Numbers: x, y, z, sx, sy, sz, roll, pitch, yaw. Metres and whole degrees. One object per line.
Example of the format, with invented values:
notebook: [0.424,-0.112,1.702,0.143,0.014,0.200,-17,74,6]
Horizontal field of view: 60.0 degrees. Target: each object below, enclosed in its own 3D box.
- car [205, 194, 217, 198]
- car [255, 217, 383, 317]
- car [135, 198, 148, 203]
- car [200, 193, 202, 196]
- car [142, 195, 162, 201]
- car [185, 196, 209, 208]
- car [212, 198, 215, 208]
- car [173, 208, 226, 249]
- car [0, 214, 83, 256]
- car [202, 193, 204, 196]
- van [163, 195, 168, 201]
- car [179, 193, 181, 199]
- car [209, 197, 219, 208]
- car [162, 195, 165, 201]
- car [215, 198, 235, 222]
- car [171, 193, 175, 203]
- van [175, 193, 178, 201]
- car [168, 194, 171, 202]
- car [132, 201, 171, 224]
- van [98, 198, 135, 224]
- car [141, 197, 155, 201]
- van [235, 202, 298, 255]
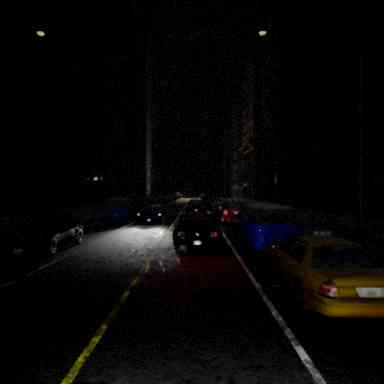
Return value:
car: [3.194,1.424,46.770,1.967,1.590,4.097,0,0,1]
car: [2.819,1.527,7.488,1.752,1.417,4.829,0,0,1]
car: [-5.492,1.539,29.933,1.947,1.339,4.313,0,0,1]
car: [3.516,1.411,80.586,1.967,1.590,4.097,0,0,1]
car: [-5.385,1.284,41.205,2.192,1.841,5.009,0,0,1]
car: [0.389,1.462,31.642,1.882,1.535,5.008,0,0,1]
car: [3.034,1.516,30.033,1.752,1.417,4.829,0,0,1]
car: [0.226,1.593,14.533,1.895,1.301,4.718,0,0,1]
car: [-5.653,1.547,13.023,1.947,1.339,4.313,0,0,1]
car: [3.301,1.294,58.043,2.192,1.841,5.009,0,0,1]
van: [-5.277,1.305,52.478,1.690,1.788,3.998,0,0,1]
car: [-4.901,1.502,91.933,2.008,1.369,4.403,0,0,1]
car: [3.086,1.540,35.499,2.008,1.369,4.403,0,0,1]
car: [-5.331,1.511,46.842,1.887,1.381,4.507,0,0,1]
car: [2.979,1.434,24.226,1.967,1.590,4.097,0,0,1]
car: [-5.116,1.397,69.388,1.967,1.590,4.097,0,0,1]
van: [-5.009,1.294,80.661,1.690,1.788,3.998,0,0,1]
car: [-5.223,1.402,58.115,1.967,1.590,4.097,0,0,1]
car: [-2.860,1.582,24.507,1.895,1.301,4.718,0,0,1]
van: [-5.546,1.317,24.296,1.690,1.788,3.998,0,0,1]
car: [-5.438,1.537,35.569,1.947,1.339,4.313,0,0,1]
van: [2.871,1.340,12.954,1.690,1.788,3.998,0,0,1]
